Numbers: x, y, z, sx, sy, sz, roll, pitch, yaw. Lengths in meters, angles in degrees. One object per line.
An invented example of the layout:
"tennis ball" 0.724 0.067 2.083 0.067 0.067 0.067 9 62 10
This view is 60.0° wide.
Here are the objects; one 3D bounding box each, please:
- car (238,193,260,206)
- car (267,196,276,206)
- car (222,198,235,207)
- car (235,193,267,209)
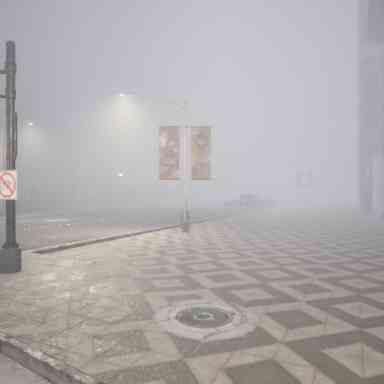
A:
"car" 9.762 1.183 56.630 2.150 2.045 5.566 0 0 26
"car" 12.671 1.449 55.178 2.128 1.511 4.902 0 0 26
"car" 6.106 1.570 49.063 1.895 1.301 4.718 0 0 27
"car" 8.159 1.189 45.846 2.150 2.045 5.566 0 0 26
